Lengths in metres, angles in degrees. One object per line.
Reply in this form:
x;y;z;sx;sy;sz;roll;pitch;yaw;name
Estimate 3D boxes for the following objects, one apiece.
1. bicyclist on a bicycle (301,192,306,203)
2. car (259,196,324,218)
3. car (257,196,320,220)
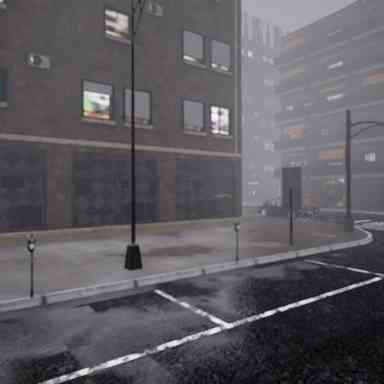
12.068;0.838;36.532;1.656;1.620;0.582;-1;1;-36;bicyclist on a bicycle
7.990;1.126;27.270;1.882;1.535;5.008;0;1;-36;car
6.794;1.232;24.526;2.008;1.369;4.403;1;0;-36;car
